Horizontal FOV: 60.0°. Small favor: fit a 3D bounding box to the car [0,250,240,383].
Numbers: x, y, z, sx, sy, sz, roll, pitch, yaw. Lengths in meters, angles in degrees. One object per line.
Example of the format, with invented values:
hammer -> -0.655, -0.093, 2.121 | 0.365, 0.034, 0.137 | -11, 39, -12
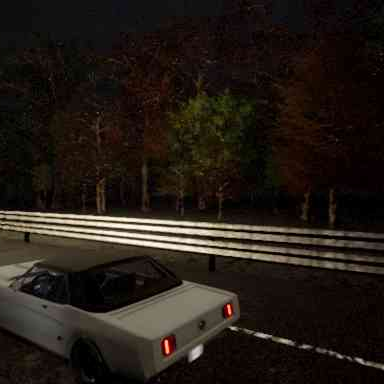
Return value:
car -> -1.757, 1.618, 5.226 | 4.718, 1.301, 1.895 | 0, 0, 35
